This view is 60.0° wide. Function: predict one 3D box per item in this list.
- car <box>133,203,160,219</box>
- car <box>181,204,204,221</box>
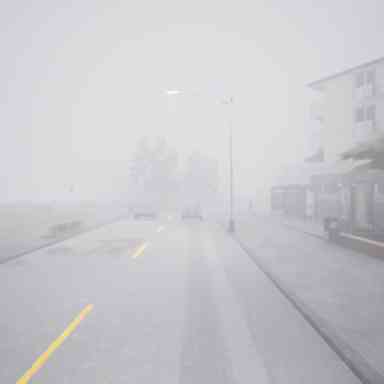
[{"bbox_3d":[-3.983,1.695,29.919,2.033,1.411,5.357,0,0,0],"label":"car"},{"bbox_3d":[0.017,1.690,28.150,2.033,1.411,5.357,0,0,0],"label":"car"}]
